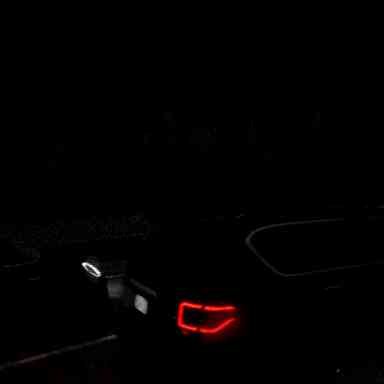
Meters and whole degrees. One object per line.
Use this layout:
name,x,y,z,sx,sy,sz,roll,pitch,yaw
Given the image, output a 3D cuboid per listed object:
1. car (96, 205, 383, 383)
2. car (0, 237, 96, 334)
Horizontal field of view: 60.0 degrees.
car,1.747,1.203,4.779,5.566,2.045,2.150,0,0,-33
car,-3.725,1.357,5.343,4.553,1.767,2.097,0,0,-35
